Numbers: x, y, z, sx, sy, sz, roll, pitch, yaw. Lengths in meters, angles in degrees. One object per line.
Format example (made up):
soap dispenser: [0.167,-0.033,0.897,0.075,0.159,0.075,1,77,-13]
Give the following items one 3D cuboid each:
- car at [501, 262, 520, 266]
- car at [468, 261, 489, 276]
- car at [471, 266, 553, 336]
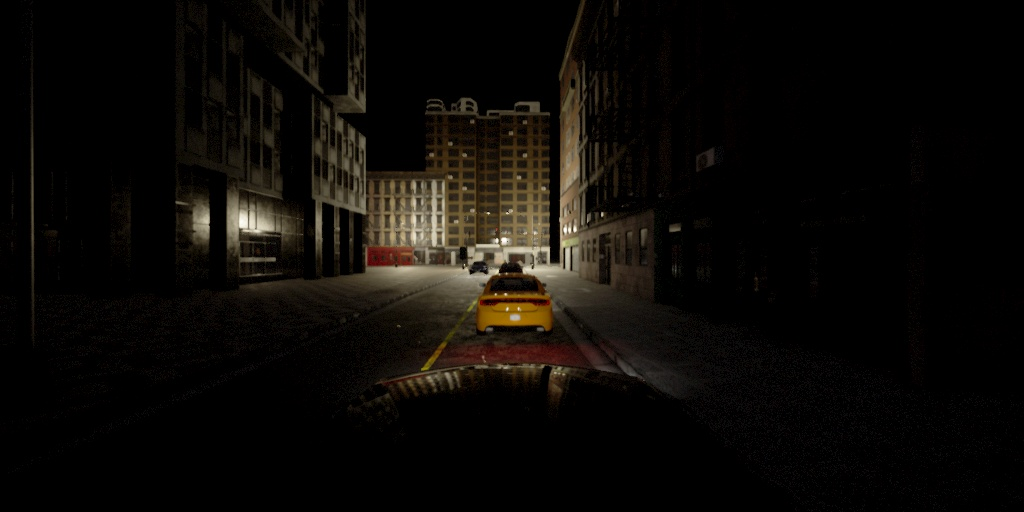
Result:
car: [-0.094,1.217,28.331,1.882,1.535,5.008,0,0,0]
car: [-3.358,1.254,37.248,1.812,1.442,4.674,0,0,0]
car: [0.041,1.228,10.494,1.882,1.535,5.008,0,0,-1]
